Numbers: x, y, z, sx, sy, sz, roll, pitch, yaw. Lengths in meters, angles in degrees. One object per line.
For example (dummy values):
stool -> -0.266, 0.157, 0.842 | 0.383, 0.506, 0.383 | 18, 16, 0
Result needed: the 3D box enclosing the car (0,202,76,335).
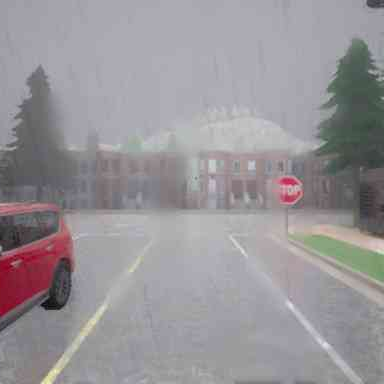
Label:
car -> -3.566, 1.217, 4.909 | 2.150, 2.045, 5.566 | 0, 0, 0
